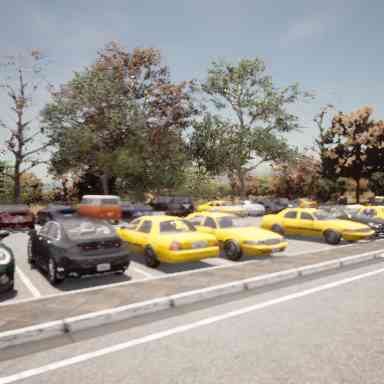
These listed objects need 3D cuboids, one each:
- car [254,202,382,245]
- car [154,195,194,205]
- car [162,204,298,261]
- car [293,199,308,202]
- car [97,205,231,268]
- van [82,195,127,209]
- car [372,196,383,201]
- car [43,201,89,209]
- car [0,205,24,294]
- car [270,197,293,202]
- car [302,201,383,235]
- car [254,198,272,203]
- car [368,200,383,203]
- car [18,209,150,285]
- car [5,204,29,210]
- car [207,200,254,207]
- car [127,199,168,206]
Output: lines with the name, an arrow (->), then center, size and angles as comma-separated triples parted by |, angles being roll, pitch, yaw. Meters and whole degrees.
car -> 5.726, 1.472, 15.920 | 1.946, 1.575, 5.366 | 0, 0, -35
car -> -1.930, 1.221, 26.788 | 2.435, 2.045, 5.566 | 0, 0, -35
car -> 1.096, 1.461, 12.642 | 1.946, 1.575, 5.366 | 0, 0, -35
car -> 9.270, 1.380, 34.721 | 2.185, 1.767, 4.553 | 0, 0, -35
car -> -1.284, 1.460, 11.411 | 1.946, 1.575, 5.366 | 0, 0, -35
van -> -6.603, 1.235, 23.587 | 1.878, 1.987, 4.442 | 0, 0, -35
car -> 12.400, 1.244, 20.907 | 2.435, 2.045, 5.566 | 0, 0, -35
car -> -8.814, 1.490, 21.914 | 2.163, 1.488, 4.792 | 0, 0, -35
car -> -5.722, 1.354, 8.080 | 2.185, 1.767, 4.553 | 0, 0, -35
car -> 7.146, 1.528, 33.143 | 2.163, 1.488, 4.792 | 0, 0, -35
car -> 7.881, 1.483, 17.680 | 2.231, 1.521, 4.892 | 0, 0, -35
car -> 4.870, 1.532, 31.564 | 2.002, 1.452, 4.674 | 0, 0, -35
car -> 10.043, 1.486, 19.431 | 1.946, 1.575, 5.366 | 0, 0, -35
car -> -3.432, 1.470, 9.656 | 2.231, 1.521, 4.892 | 0, 0, -35
car -> -10.968, 1.495, 20.389 | 2.163, 1.488, 4.792 | 0, 0, -35
car -> 2.715, 1.483, 29.814 | 1.946, 1.575, 5.366 | 0, 0, -35
car -> -4.157, 1.495, 25.141 | 2.163, 1.488, 4.792 | 0, 0, -35
